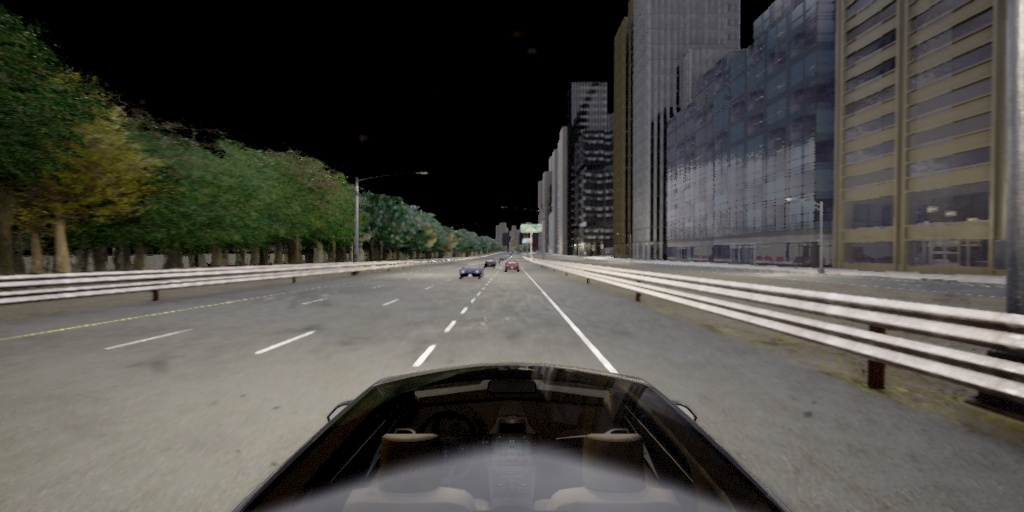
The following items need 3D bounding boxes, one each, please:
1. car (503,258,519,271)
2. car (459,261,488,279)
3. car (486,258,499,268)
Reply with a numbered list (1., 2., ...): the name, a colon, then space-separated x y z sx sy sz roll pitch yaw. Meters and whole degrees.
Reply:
1. car: 0.009 1.300 48.833 1.812 1.442 4.674 0 0 0
2. car: -3.533 1.370 32.465 1.895 1.301 4.718 0 0 0
3. car: -3.655 1.256 60.950 1.882 1.535 5.008 0 0 0
